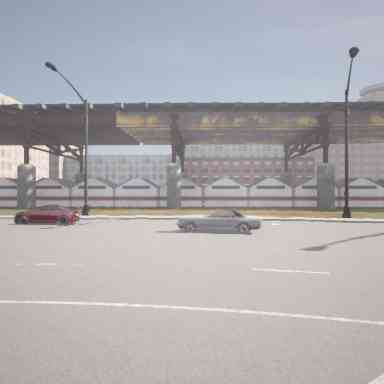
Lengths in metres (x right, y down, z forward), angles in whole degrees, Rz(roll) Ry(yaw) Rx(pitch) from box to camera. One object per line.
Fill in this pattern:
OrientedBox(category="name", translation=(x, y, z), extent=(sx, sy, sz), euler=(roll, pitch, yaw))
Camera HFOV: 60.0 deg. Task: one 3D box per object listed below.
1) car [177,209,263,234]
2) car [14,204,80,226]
OrientedBox(category="car", translation=(1.540, 1.601, 18.735), extent=(4.718, 1.301, 1.895), euler=(0, 0, 8))
OrientedBox(category="car", translation=(-10.006, 1.564, 23.163), extent=(4.181, 1.385, 1.994), euler=(0, 0, -1))
